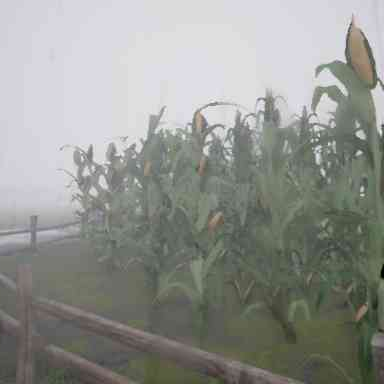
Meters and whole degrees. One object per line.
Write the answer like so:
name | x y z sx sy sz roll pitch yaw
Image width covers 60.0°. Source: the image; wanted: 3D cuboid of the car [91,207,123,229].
car | -4.681 1.661 22.248 1.812 1.442 4.674 1 0 28
